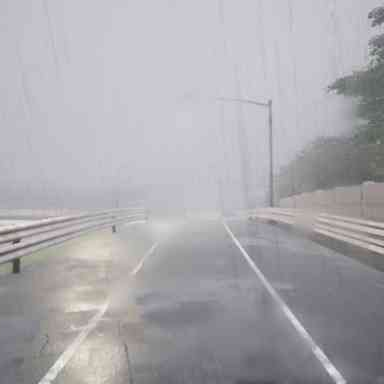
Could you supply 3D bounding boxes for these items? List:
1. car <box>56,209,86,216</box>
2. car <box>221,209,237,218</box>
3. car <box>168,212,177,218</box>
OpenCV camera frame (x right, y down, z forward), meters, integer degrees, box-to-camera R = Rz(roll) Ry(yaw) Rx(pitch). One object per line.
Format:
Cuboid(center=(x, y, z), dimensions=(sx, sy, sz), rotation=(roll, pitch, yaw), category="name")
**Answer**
Cuboid(center=(-17.825, 3.318, 50.022), dimensions=(5.008, 1.535, 1.882), rotation=(3, -5, -37), category="car")
Cuboid(center=(8.954, 5.163, 80.015), dimensions=(2.150, 2.045, 5.566), rotation=(-2, -5, 30), category="car")
Cuboid(center=(-4.903, 4.173, 61.740), dimensions=(1.837, 1.490, 4.892), rotation=(-3, -5, 42), category="car")
